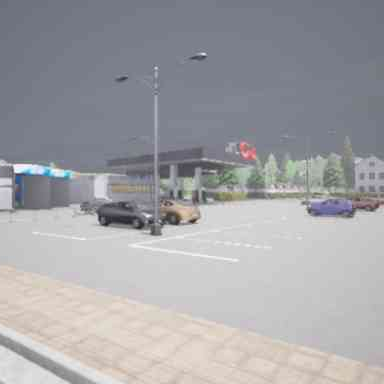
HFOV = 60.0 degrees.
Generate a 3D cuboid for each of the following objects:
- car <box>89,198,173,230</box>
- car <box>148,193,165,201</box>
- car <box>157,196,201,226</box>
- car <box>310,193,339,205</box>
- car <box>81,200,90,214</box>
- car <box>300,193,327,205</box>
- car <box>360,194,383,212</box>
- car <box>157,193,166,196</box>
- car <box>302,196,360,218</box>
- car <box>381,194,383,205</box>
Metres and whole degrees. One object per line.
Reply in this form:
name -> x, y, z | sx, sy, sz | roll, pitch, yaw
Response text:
car -> -3.638, 1.299, 19.607 | 4.514, 1.523, 2.007 | 0, 0, 36
car -> -8.458, 1.162, 79.519 | 1.905, 1.878, 3.866 | 0, 0, 36
car -> -1.834, 1.290, 22.174 | 5.027, 1.636, 2.152 | 0, 0, 36
car -> 20.735, 1.042, 52.229 | 3.866, 1.878, 1.905 | 0, 0, 36
car -> -9.001, 1.414, 34.121 | 2.128, 1.511, 4.902 | 0, 0, 37
car -> 18.284, 1.324, 49.901 | 3.806, 1.475, 1.970 | 0, 0, 36
car -> 17.256, 1.283, 35.289 | 4.514, 1.523, 2.007 | 0, 0, 36
car -> -6.433, 1.345, 72.681 | 2.242, 1.667, 4.611 | 0, 0, 36
car -> 11.341, 1.303, 27.235 | 3.633, 1.501, 1.845 | 0, 0, 36
car -> 25.162, 1.085, 44.941 | 4.605, 1.855, 1.932 | 0, 0, 36
